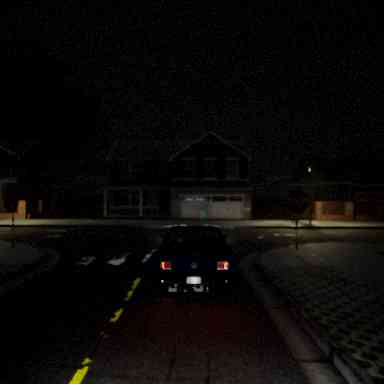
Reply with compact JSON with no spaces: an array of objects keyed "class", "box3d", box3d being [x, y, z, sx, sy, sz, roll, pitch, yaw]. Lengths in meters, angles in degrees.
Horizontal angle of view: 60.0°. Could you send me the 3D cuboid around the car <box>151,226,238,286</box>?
[{"class":"car","box3d":[0.071,1.587,9.294,1.895,1.301,4.718,0,0,1]}]
